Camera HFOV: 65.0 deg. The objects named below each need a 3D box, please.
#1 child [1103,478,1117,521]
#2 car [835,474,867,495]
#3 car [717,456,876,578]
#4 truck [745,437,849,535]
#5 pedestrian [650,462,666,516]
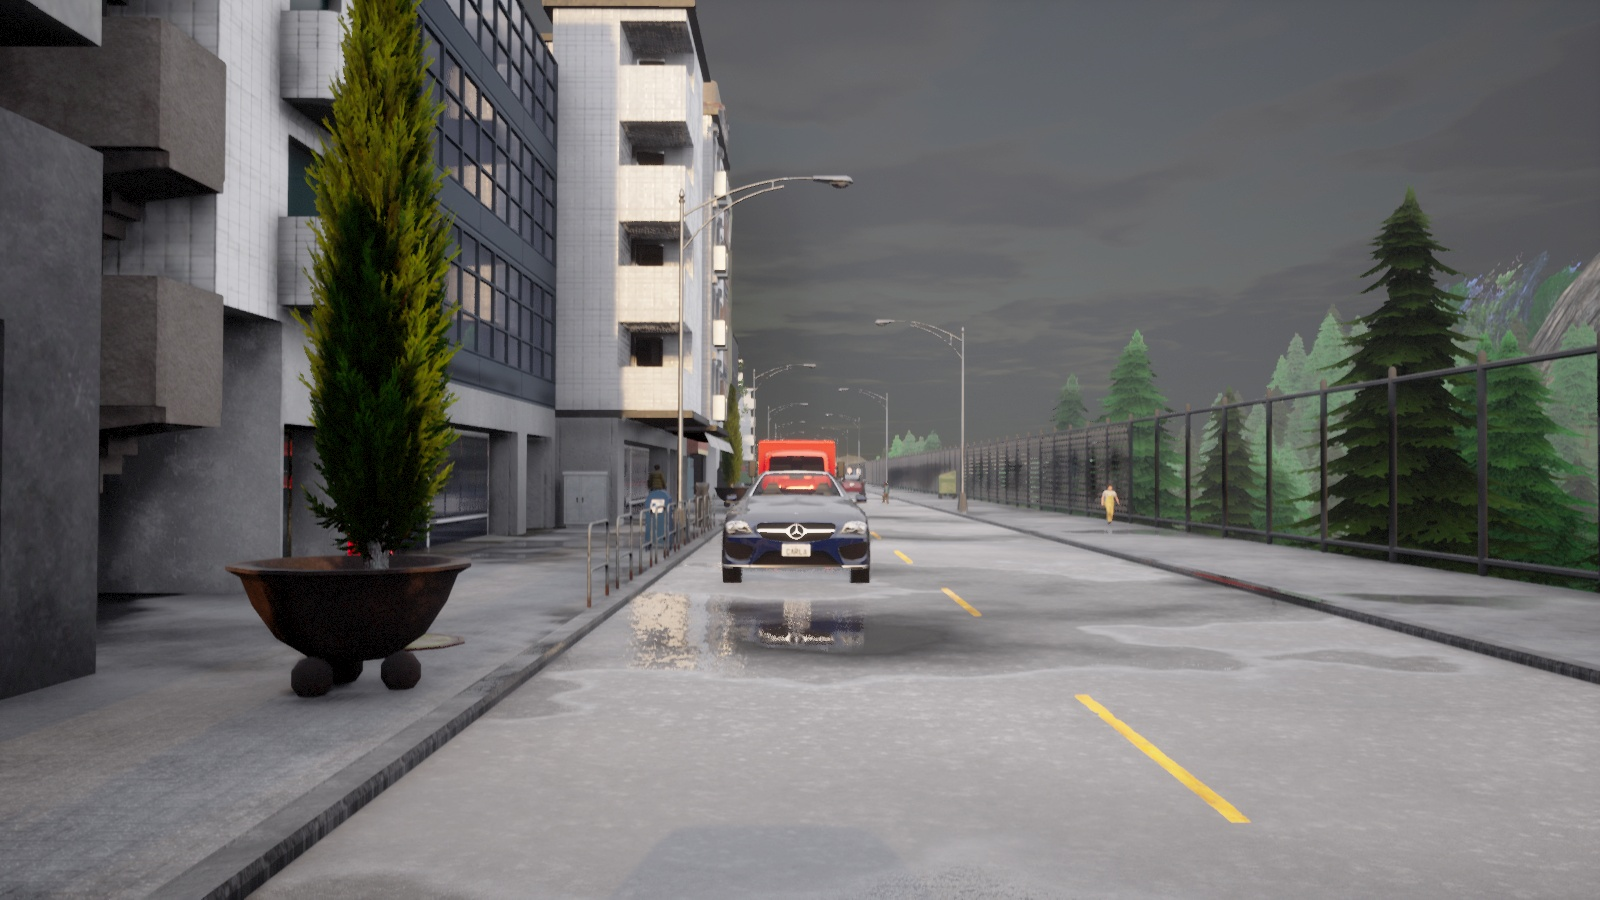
[{"bbox_3d":[9.105,1.448,36.896,0.270,1.263,0.437,0,-1,-3],"label":"child"},{"bbox_3d":[3.771,2.509,93.061,2.163,1.488,4.792,0,-1,0],"label":"car"},{"bbox_3d":[-0.049,0.955,19.561,2.152,1.651,5.027,0,-1,0],"label":"car"},{"bbox_3d":[-0.086,0.963,34.445,2.627,2.467,5.204,0,-1,0],"label":"truck"},{"bbox_3d":[-4.930,1.348,43.674,0.370,1.835,0.726,0,-1,8],"label":"pedestrian"}]
